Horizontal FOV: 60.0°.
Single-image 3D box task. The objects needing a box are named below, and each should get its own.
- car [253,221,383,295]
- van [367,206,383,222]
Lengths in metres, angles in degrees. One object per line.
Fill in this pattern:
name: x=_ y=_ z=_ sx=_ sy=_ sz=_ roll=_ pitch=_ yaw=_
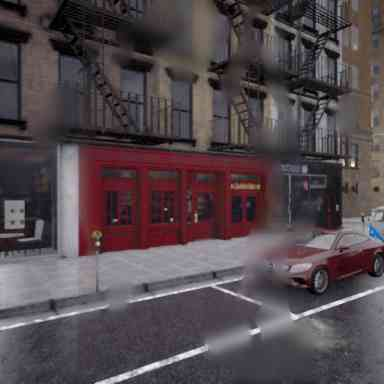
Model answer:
car: x=3.458 y=1.581 z=8.648 sx=4.206 sy=1.307 sz=1.802 roll=0 pitch=0 yaw=-35
van: x=7.865 y=1.340 z=11.780 sx=3.998 sy=1.788 sz=1.690 roll=0 pitch=0 yaw=-35
